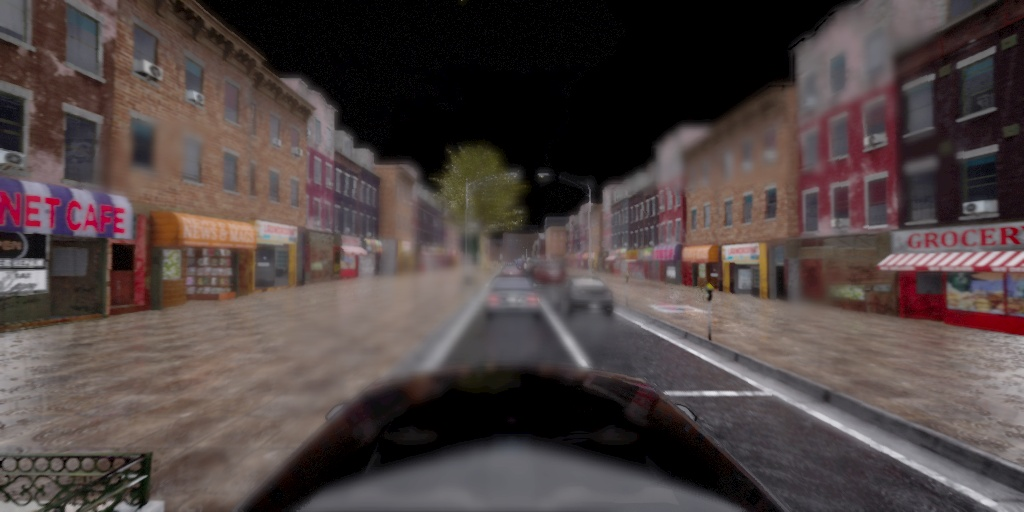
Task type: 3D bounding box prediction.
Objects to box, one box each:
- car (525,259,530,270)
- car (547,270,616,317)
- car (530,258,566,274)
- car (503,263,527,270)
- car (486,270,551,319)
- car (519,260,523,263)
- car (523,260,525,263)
[{"bbox_3d":[2.974,1.294,39.851,2.150,2.045,5.566,0,0,0],"label":"car"},{"bbox_3d":[2.636,1.405,13.586,2.007,1.370,4.403,0,0,0],"label":"car"},{"bbox_3d":[2.634,1.260,24.668,2.192,1.841,5.009,0,0,0],"label":"car"},{"bbox_3d":[0.080,1.583,33.903,1.994,1.385,4.181,0,0,0],"label":"car"},{"bbox_3d":[0.061,1.399,13.228,2.033,1.411,5.357,0,0,0],"label":"car"},{"bbox_3d":[2.627,1.524,57.913,2.192,1.841,5.009,0,0,0],"label":"car"},{"bbox_3d":[2.972,1.350,46.851,2.150,2.045,5.566,0,0,0],"label":"car"}]
